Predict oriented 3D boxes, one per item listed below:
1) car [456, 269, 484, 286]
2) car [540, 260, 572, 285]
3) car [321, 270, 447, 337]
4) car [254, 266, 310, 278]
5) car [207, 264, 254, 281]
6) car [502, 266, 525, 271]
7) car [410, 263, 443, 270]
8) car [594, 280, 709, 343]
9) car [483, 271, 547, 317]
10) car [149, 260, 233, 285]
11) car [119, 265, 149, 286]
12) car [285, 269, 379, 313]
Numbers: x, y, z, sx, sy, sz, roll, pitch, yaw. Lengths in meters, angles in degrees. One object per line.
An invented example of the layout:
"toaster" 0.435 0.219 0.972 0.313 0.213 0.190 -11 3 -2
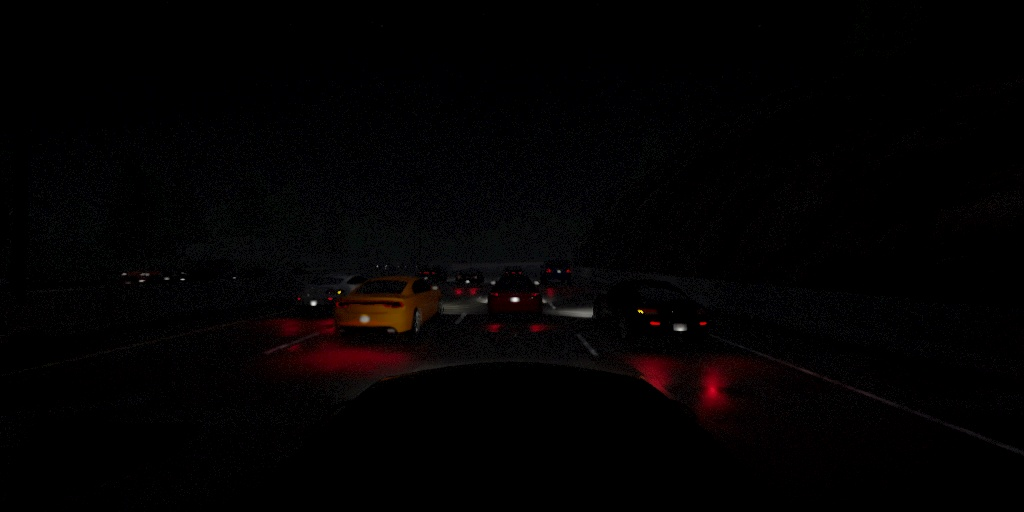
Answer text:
"car" -3.371 1.697 29.527 1.895 1.301 4.718 0 -1 0
"car" 3.631 1.330 30.248 2.150 2.045 5.566 0 -1 0
"car" -3.400 1.340 10.781 1.882 1.535 5.008 0 -1 0
"car" -17.567 1.601 28.228 1.812 1.442 4.674 0 -1 0
"car" -21.066 1.582 28.528 1.837 1.490 4.892 0 -1 0
"car" 0.131 1.609 31.130 2.128 1.511 4.902 0 -1 0
"car" -6.869 1.607 31.141 2.128 1.511 4.902 0 -1 0
"car" 3.598 1.380 9.954 1.812 1.442 4.674 0 -1 0
"car" 0.108 1.469 14.085 1.994 1.385 4.181 0 -1 0
"car" -24.568 1.294 28.283 2.150 2.045 5.566 0 -1 0
"car" -28.064 1.427 28.489 2.097 1.767 4.553 0 -1 0
"car" -6.890 1.436 14.775 1.812 1.442 4.674 0 -1 0
